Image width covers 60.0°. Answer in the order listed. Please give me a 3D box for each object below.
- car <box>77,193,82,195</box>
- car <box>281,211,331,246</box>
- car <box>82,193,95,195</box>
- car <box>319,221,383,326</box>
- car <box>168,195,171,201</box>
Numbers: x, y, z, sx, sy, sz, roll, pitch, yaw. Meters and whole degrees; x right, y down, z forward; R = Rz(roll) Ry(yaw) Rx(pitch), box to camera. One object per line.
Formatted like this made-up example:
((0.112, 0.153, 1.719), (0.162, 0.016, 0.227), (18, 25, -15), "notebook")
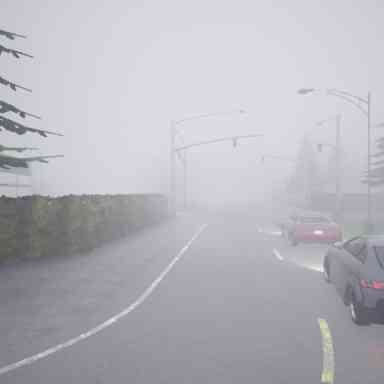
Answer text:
((-26.288, 1.077, 78.179), (1.905, 1.878, 3.866), (0, 0, 7), "car")
((5.277, 1.564, 15.143), (1.994, 1.385, 4.181), (0, 0, 8), "car")
((-23.353, 1.097, 78.207), (1.932, 1.855, 4.605), (0, 0, 7), "car")
((4.002, 1.564, 6.830), (1.994, 1.385, 4.181), (0, 0, 14), "car")
((-4.948, 1.373, 75.634), (1.845, 1.501, 3.633), (0, 0, 7), "car")
